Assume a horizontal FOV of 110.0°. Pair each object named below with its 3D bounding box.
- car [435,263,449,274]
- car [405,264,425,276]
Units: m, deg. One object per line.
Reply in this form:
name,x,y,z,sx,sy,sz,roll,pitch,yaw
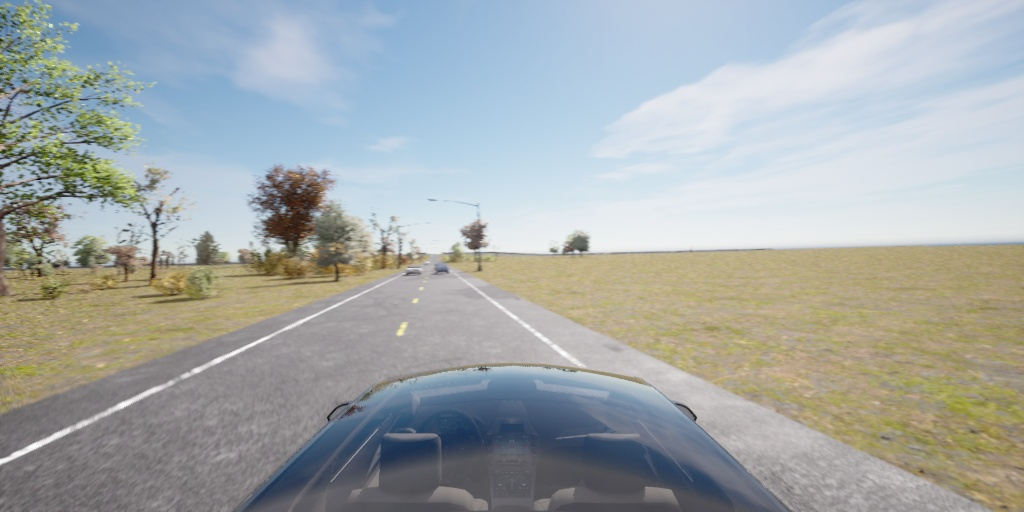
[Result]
car,-9.761,1.736,50.112,2.033,1.411,5.357,-2,0,-12
car,-12.789,1.862,46.768,1.895,1.301,4.718,-2,0,-12
